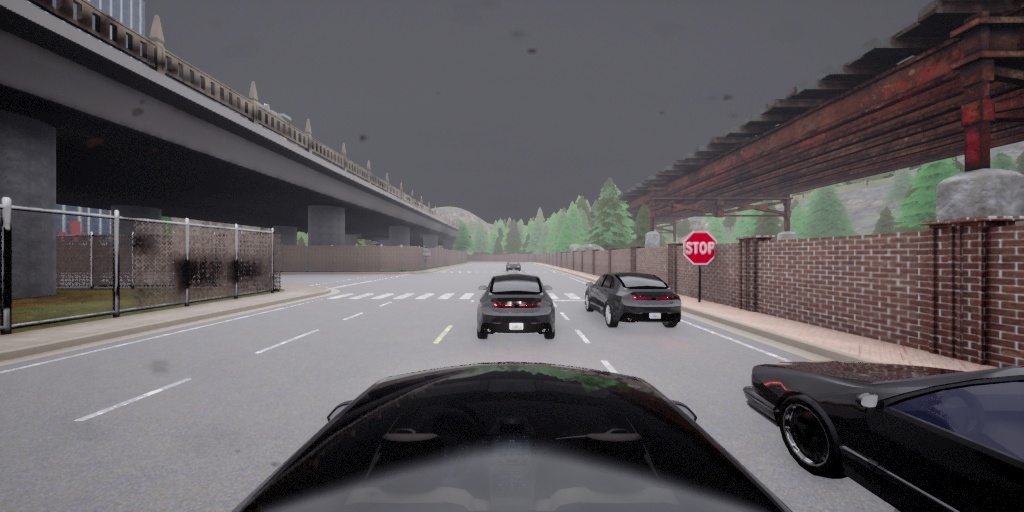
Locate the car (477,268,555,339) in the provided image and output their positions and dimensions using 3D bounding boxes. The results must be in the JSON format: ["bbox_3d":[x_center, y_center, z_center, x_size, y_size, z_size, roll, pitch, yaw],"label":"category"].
[{"bbox_3d":[0.096,1.255,10.061,1.837,1.490,4.892,0,0,0],"label":"car"}]

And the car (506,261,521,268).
[{"bbox_3d":[0.173,1.351,46.340,1.895,1.301,4.718,0,0,-1],"label":"car"}]

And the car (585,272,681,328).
[{"bbox_3d":[3.598,1.255,11.421,1.837,1.490,4.892,0,0,0],"label":"car"}]

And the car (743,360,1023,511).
[{"bbox_3d":[3.600,1.297,1.675,2.033,1.411,5.357,0,0,0],"label":"car"}]
